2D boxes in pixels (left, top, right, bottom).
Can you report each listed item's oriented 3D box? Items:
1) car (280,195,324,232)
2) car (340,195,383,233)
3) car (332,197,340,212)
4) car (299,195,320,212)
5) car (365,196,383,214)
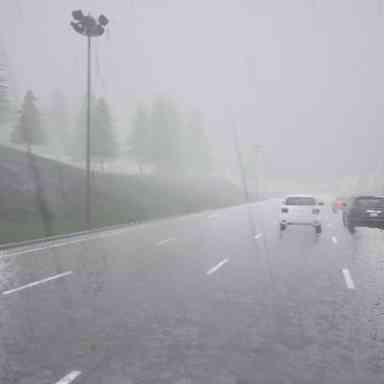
[{"bbox_3d":[6.676,1.179,20.153,2.150,2.045,5.566,1,0,21],"label":"car"},{"bbox_3d":[10.010,1.214,19.076,2.150,2.045,5.566,1,0,21],"label":"car"},{"bbox_3d":[16.902,1.317,37.258,2.097,1.767,4.553,1,0,21],"label":"car"},{"bbox_3d":[13.661,1.282,38.582,2.097,1.767,4.553,1,0,21],"label":"car"},{"bbox_3d":[20.196,1.352,36.077,2.097,1.767,4.553,1,0,21],"label":"car"}]
